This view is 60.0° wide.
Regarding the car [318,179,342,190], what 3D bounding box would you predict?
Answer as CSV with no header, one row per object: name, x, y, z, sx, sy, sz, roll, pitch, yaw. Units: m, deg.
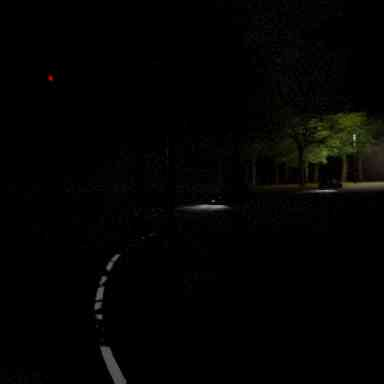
car,18.277,-1.007,44.014,1.994,1.385,4.181,0,3,42

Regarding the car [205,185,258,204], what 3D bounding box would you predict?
car,3.405,0.162,27.611,2.033,1.411,5.357,0,3,42
